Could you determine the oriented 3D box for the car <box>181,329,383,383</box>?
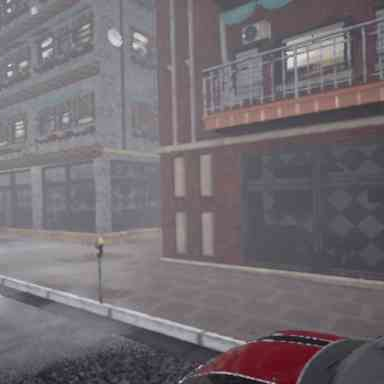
[{"bbox_3d":[1.635,1.434,1.728,4.097,1.590,1.967,-1,-2,35],"label":"car"}]
